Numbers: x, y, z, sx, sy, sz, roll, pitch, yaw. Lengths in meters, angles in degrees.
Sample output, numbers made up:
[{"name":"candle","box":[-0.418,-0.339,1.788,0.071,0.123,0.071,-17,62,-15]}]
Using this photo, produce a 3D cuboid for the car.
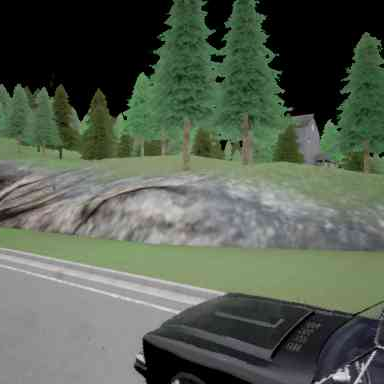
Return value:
[{"name":"car","box":[1.759,1.601,2.730,4.718,1.301,1.895,0,0,36]}]
